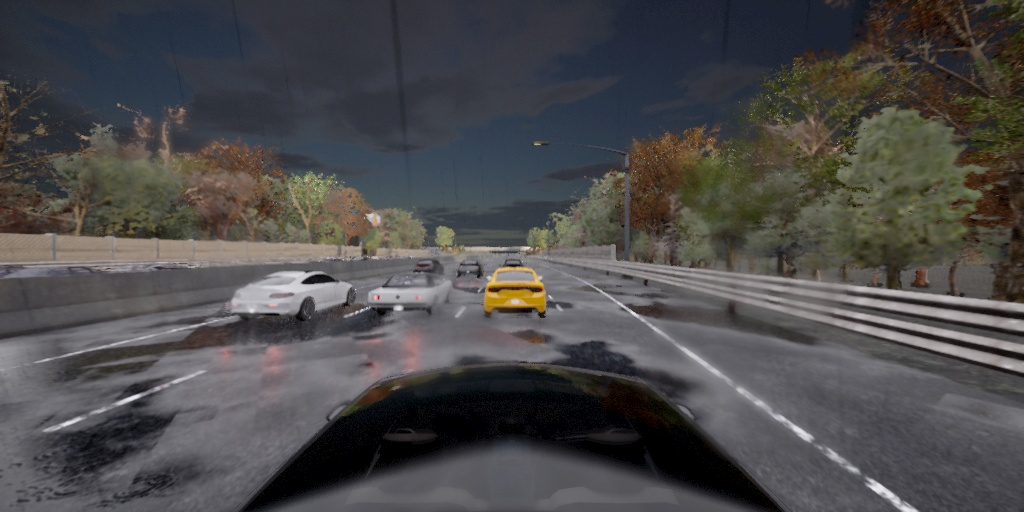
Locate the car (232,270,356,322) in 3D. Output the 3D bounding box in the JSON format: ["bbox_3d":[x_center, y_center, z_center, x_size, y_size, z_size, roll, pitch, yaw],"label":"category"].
[{"bbox_3d":[-6.904,1.193,11.848,1.812,1.442,4.674,0,0,0],"label":"car"}]

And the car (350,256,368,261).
[{"bbox_3d":[-24.541,0.809,58.128,1.882,1.535,5.008,0,0,1],"label":"car"}]

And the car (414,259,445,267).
[{"bbox_3d":[-6.905,1.031,30.228,1.837,1.490,4.892,0,0,0],"label":"car"}]

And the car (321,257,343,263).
[{"bbox_3d":[-28.040,0.910,55.959,1.994,1.385,4.181,0,0,1],"label":"car"}]

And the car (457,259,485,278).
[{"bbox_3d":[-3.405,1.018,30.153,2.128,1.511,4.902,0,0,0],"label":"car"}]

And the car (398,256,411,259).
[{"bbox_3d":[-17.549,0.833,58.368,1.837,1.490,4.892,0,0,1],"label":"car"}]

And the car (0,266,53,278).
[{"bbox_3d":[-21.104,1.179,16.469,2.033,1.411,5.357,0,0,0],"label":"car"}]

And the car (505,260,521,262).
[{"bbox_3d":[0.095,1.031,30.200,1.837,1.490,4.892,0,0,0],"label":"car"}]

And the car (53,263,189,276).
[{"bbox_3d":[-17.602,1.118,17.123,2.128,1.511,4.902,0,0,0],"label":"car"}]

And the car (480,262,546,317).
[{"bbox_3d":[0.098,1.137,12.766,1.882,1.535,5.008,0,0,0],"label":"car"}]

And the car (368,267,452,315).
[{"bbox_3d":[-3.402,1.259,12.978,1.895,1.301,4.718,0,0,0],"label":"car"}]

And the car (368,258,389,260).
[{"bbox_3d":[-21.042,0.932,58.255,1.895,1.301,4.718,0,0,1],"label":"car"}]

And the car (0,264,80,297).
[{"bbox_3d":[-24.603,1.176,16.902,2.033,1.411,5.357,0,0,0],"label":"car"}]
